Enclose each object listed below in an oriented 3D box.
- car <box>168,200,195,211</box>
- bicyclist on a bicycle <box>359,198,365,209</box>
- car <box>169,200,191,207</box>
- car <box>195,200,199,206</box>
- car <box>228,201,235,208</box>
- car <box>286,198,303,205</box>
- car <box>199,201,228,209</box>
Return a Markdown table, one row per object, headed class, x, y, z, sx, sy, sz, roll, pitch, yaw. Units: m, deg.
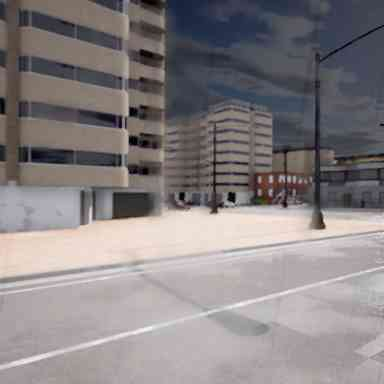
| class | x | y | z | sx | sy | sz | roll | pitch | yaw |
| --- | --- | --- | --- | --- | --- | --- | --- | --- | --- |
| car | -2.118 | 2.330 | 54.442 | 1.812 | 1.442 | 4.674 | 0 | -1 | -37 |
| bicyclist on a bicycle | 25.831 | 1.772 | 50.442 | 1.656 | 1.620 | 0.582 | 0 | -1 | -37 |
| car | -2.692 | 2.431 | 72.821 | 2.033 | 1.411 | 5.357 | 0 | 0 | -37 |
| car | 0.107 | 2.433 | 74.922 | 1.812 | 1.442 | 4.674 | 0 | 0 | -37 |
| car | 6.526 | 2.489 | 66.450 | 1.812 | 1.442 | 4.674 | 0 | -1 | -36 |
| car | 21.890 | 2.097 | 71.685 | 1.970 | 1.475 | 3.806 | 0 | -1 | -37 |
| car | 4.107 | 2.439 | 63.831 | 1.837 | 1.490 | 4.892 | 0 | -1 | -36 |
